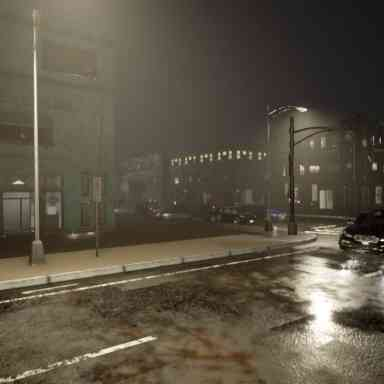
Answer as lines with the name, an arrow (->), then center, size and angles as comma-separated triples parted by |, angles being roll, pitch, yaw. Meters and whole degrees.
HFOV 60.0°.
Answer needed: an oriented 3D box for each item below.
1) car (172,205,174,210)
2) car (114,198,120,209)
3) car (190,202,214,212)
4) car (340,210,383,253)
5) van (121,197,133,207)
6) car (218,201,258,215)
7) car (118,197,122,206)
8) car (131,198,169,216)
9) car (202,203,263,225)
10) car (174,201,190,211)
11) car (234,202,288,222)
car -> -4.959, 1.970, 42.386 | 2.033, 1.411, 5.357 | -1, 0, -35
car -> -14.230, 2.164, 55.574 | 1.994, 1.385, 4.181 | -1, 0, -35
car -> 2.010, 1.903, 42.559 | 1.802, 1.307, 4.206 | -2, 0, -35
car -> 7.488, 1.503, 13.285 | 1.837, 1.490, 4.892 | 4, 2, 39
van -> -10.835, 1.906, 60.596 | 1.690, 1.788, 3.998 | -1, 0, -35
car -> 5.220, 1.809, 38.050 | 2.008, 1.369, 4.403 | -2, 0, -35
car -> -14.046, 1.939, 65.105 | 2.192, 1.841, 5.009 | -1, 0, -35
car -> -4.819, 1.845, 37.697 | 1.967, 1.590, 4.097 | -1, 0, -35
car -> 3.133, 1.814, 26.322 | 1.947, 1.339, 4.313 | -2, 0, -35
car -> -1.199, 1.965, 47.068 | 1.802, 1.307, 4.206 | -2, 0, -35
car -> 5.655, 1.740, 27.488 | 1.812, 1.442, 4.674 | -1, 0, -36
